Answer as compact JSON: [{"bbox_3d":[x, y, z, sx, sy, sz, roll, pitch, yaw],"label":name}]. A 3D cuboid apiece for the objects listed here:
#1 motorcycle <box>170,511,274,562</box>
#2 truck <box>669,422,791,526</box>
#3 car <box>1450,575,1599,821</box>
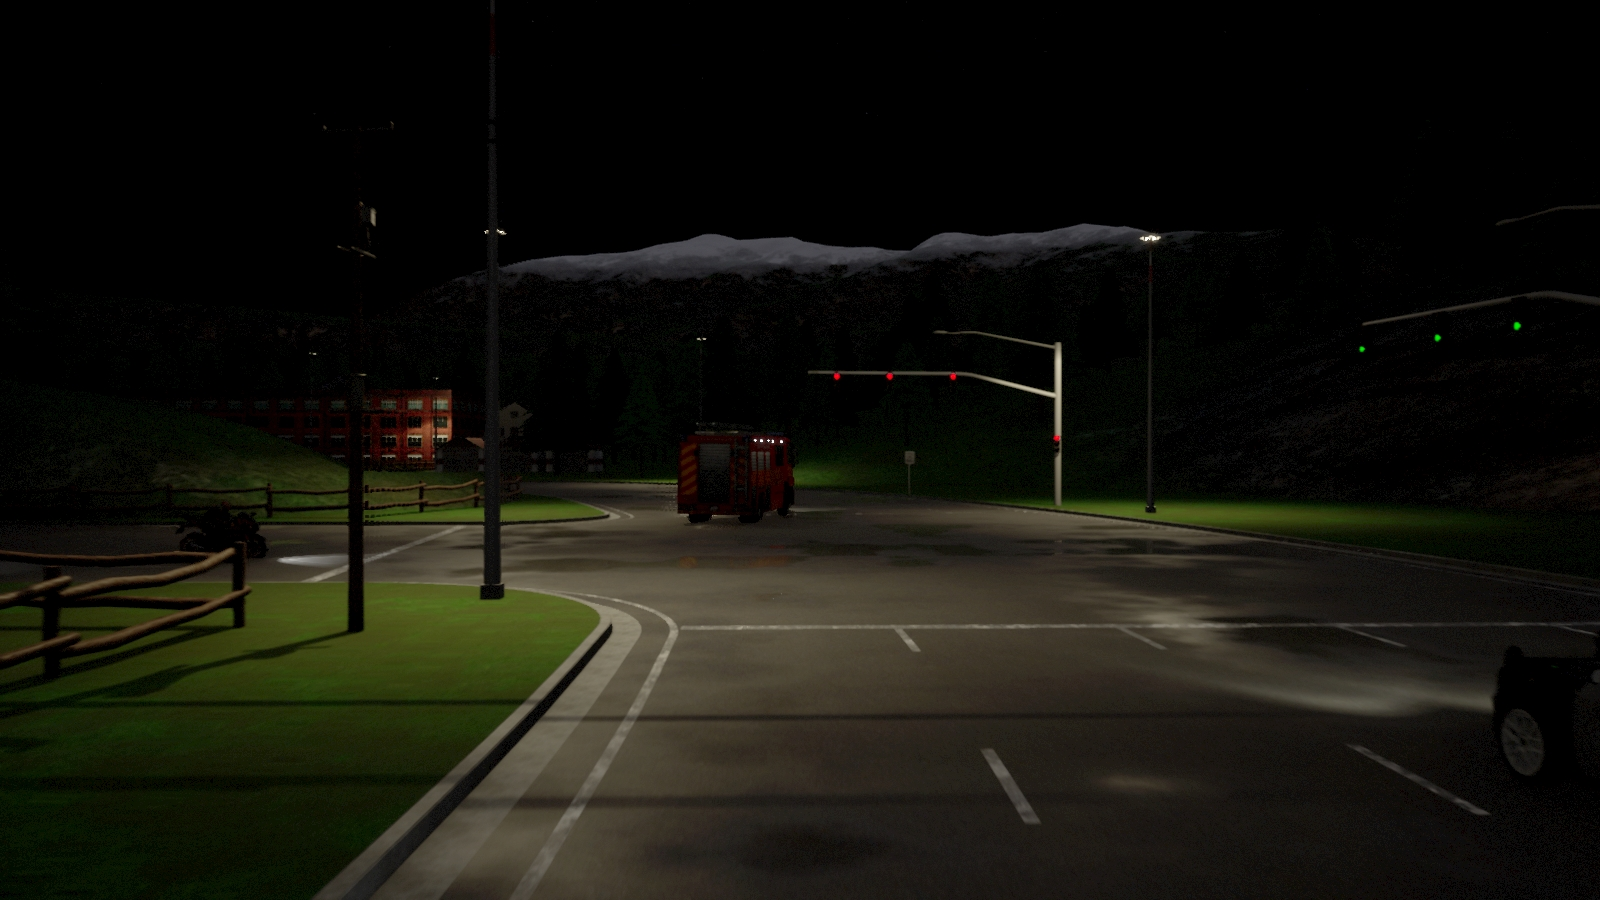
[{"bbox_3d":[-14.735,2.196,29.164,2.209,1.251,0.867,0,0,-1],"label":"motorcycle"},{"bbox_3d":[-2.642,0.877,46.670,2.891,3.827,8.468,1,0,11],"label":"truck"},{"bbox_3d":[7.095,1.980,7.986,2.097,1.638,5.238,0,0,0],"label":"car"}]
